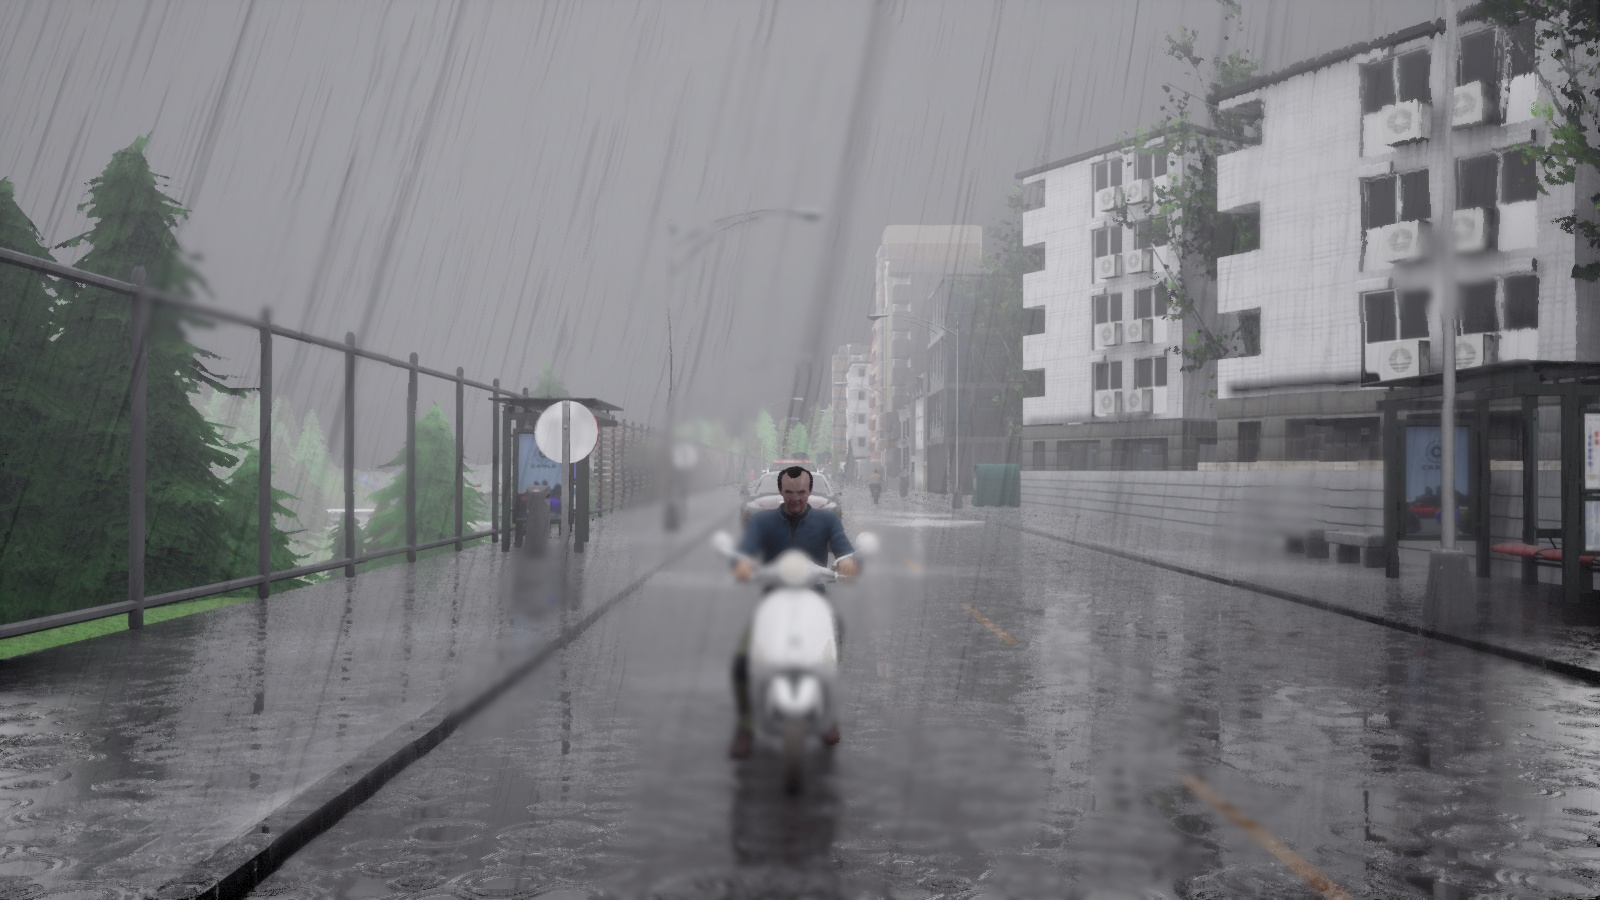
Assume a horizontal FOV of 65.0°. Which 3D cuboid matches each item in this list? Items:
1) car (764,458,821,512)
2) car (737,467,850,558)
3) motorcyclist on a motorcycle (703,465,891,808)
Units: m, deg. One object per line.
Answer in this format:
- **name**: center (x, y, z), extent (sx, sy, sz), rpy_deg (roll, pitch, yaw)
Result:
- **car**: center (-0.283, 1.378, 50.322), extent (2.150, 2.045, 5.566), rpy_deg (0, -1, 0)
- **car**: center (-0.134, 1.167, 25.200), extent (2.033, 1.649, 4.856), rpy_deg (0, -1, 0)
- **motorcyclist on a motorcycle**: center (-0.021, 0.881, 6.750), extent (0.866, 1.590, 1.817), rpy_deg (0, -1, 0)
